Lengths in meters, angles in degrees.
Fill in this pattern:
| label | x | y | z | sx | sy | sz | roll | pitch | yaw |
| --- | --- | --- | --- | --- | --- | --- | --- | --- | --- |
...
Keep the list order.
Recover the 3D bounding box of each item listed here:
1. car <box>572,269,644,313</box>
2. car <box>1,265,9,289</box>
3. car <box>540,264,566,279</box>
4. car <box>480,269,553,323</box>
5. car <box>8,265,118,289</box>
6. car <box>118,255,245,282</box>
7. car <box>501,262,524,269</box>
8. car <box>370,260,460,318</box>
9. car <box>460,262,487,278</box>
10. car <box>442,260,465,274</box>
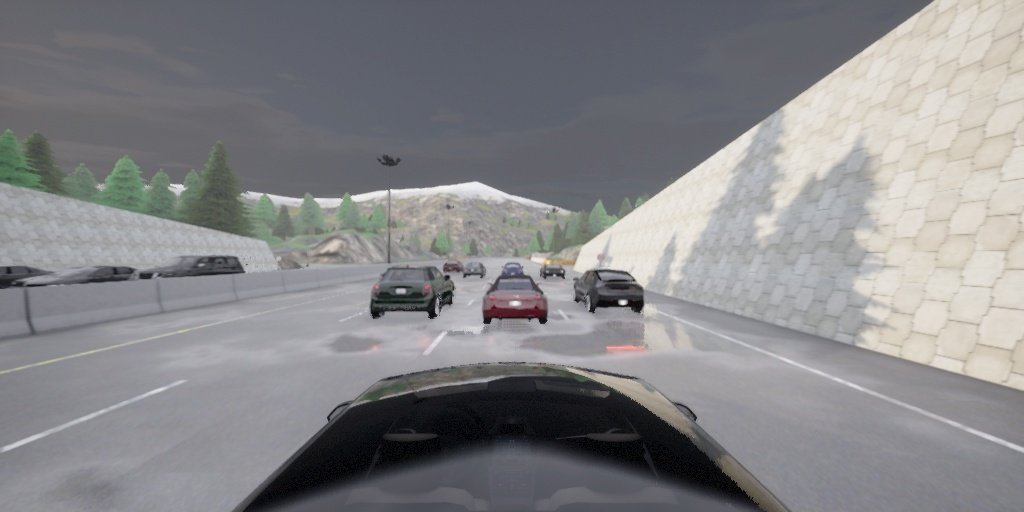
| label | x | y | z | sx | sy | sz | roll | pitch | yaw |
| --- | --- | --- | --- | --- | --- | --- | --- | --- | --- |
| car | 3.587 | 1.249 | 14.005 | 1.837 | 1.490 | 4.892 | 0 | 0 | 0 |
| car | -24.557 | 1.301 | 20.714 | 2.033 | 1.411 | 5.357 | 0 | 0 | 1 |
| car | 3.568 | 1.339 | 32.255 | 1.895 | 1.301 | 4.718 | 0 | 0 | 0 |
| car | 0.091 | 1.310 | 12.148 | 1.994 | 1.385 | 4.181 | 0 | 0 | 0 |
| car | -21.074 | 1.259 | 18.189 | 1.837 | 1.490 | 4.892 | 0 | -1 | 0 |
| car | -17.564 | 0.974 | 19.858 | 2.150 | 2.045 | 5.566 | 0 | 0 | 0 |
| car | 0.070 | 1.266 | 30.798 | 1.812 | 1.442 | 4.674 | 0 | 0 | 0 |
| car | -3.412 | 1.099 | 13.135 | 2.097 | 1.767 | 4.553 | 0 | 0 | 0 |
| car | -3.431 | 1.288 | 33.533 | 2.033 | 1.411 | 5.357 | 0 | 0 | 0 |
| car | -6.943 | 1.216 | 42.904 | 1.882 | 1.535 | 5.008 | 0 | 0 | 0 |
